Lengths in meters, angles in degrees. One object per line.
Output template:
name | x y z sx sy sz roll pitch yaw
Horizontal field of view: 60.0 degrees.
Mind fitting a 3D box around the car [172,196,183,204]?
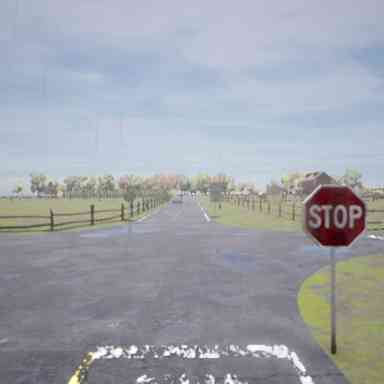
car | -2.844 1.554 65.488 1.812 1.442 4.674 0 0 0
